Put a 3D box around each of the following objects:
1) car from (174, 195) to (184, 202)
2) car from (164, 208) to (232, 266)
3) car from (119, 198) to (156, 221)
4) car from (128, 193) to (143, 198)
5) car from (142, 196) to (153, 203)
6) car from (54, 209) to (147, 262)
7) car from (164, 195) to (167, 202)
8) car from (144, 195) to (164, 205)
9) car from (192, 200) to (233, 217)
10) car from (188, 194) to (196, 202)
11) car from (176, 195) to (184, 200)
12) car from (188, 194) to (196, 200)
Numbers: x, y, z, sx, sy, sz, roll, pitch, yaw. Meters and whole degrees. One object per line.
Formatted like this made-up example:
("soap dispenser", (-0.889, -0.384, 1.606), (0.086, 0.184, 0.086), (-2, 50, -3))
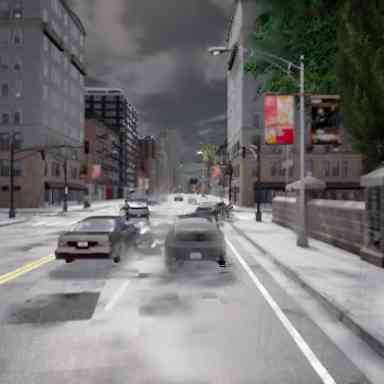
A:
("car", (-3.229, 1.514, 78.815), (1.812, 1.442, 4.674), (0, 0, 0))
("car", (0.102, 1.510, 11.505), (1.837, 1.490, 4.892), (0, 0, 0))
("car", (-4.754, 1.505, 26.964), (2.128, 1.511, 4.902), (0, 0, -20))
("car", (-9.783, 1.240, 57.560), (2.150, 2.045, 5.566), (0, 0, 1))
("car", (-9.732, 1.601, 73.430), (1.895, 1.301, 4.718), (0, 0, 0))
("car", (-3.149, 1.554, 12.100), (2.033, 1.411, 5.357), (0, 0, 0))
("car", (-6.483, 1.484, 73.307), (1.882, 1.535, 5.008), (0, 0, 0))
("car", (-6.540, 1.370, 57.455), (2.097, 1.767, 4.553), (0, 0, 0))
("car", (1.854, 1.524, 27.287), (1.837, 1.490, 4.892), (-1, 0, 23))
("car", (0.020, 1.514, 78.814), (1.812, 1.442, 4.674), (0, 0, 0))
("car", (-3.228, 1.416, 88.847), (1.895, 1.301, 4.718), (0, 0, 0))
("car", (0.022, 1.361, 88.816), (2.033, 1.411, 5.357), (0, 0, 0))
